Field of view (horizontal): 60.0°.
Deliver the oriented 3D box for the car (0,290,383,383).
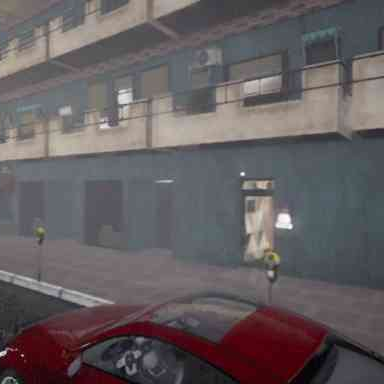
[{"bbox_3d":[-0.036,1.582,2.889,4.206,1.307,1.802,0,1,36],"label":"car"}]
